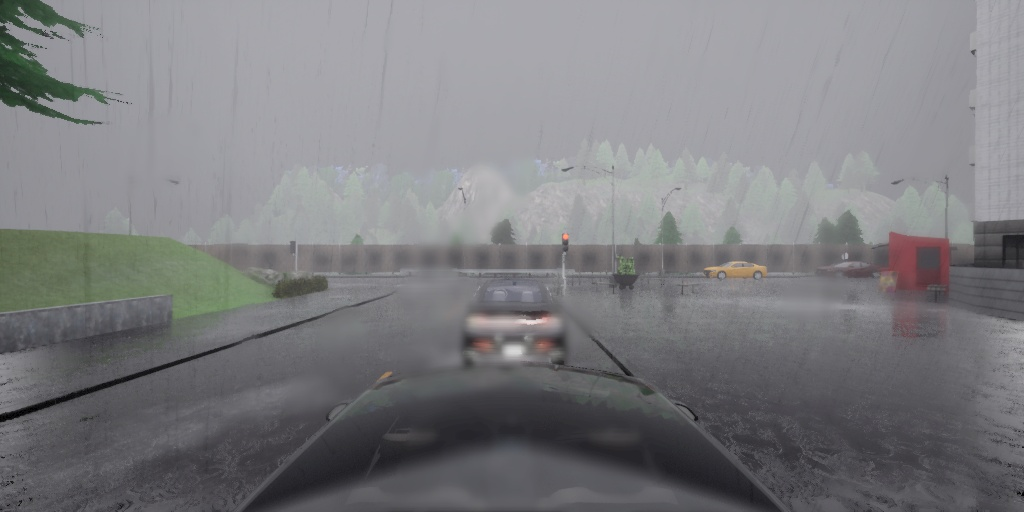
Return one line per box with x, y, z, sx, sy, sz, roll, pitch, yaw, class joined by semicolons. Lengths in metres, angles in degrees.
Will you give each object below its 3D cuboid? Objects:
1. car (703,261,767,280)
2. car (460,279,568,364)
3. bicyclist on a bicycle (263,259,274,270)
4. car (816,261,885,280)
19.350;1.228;31.221;5.008;1.535;1.882;0;0;0;car
0.053;1.241;7.923;2.128;1.511;4.902;0;0;0;car
-24.027;1.099;35.400;0.582;1.620;1.656;0;0;0;bicyclist on a bicycle
29.396;1.228;31.223;5.008;1.535;1.882;0;0;0;car
